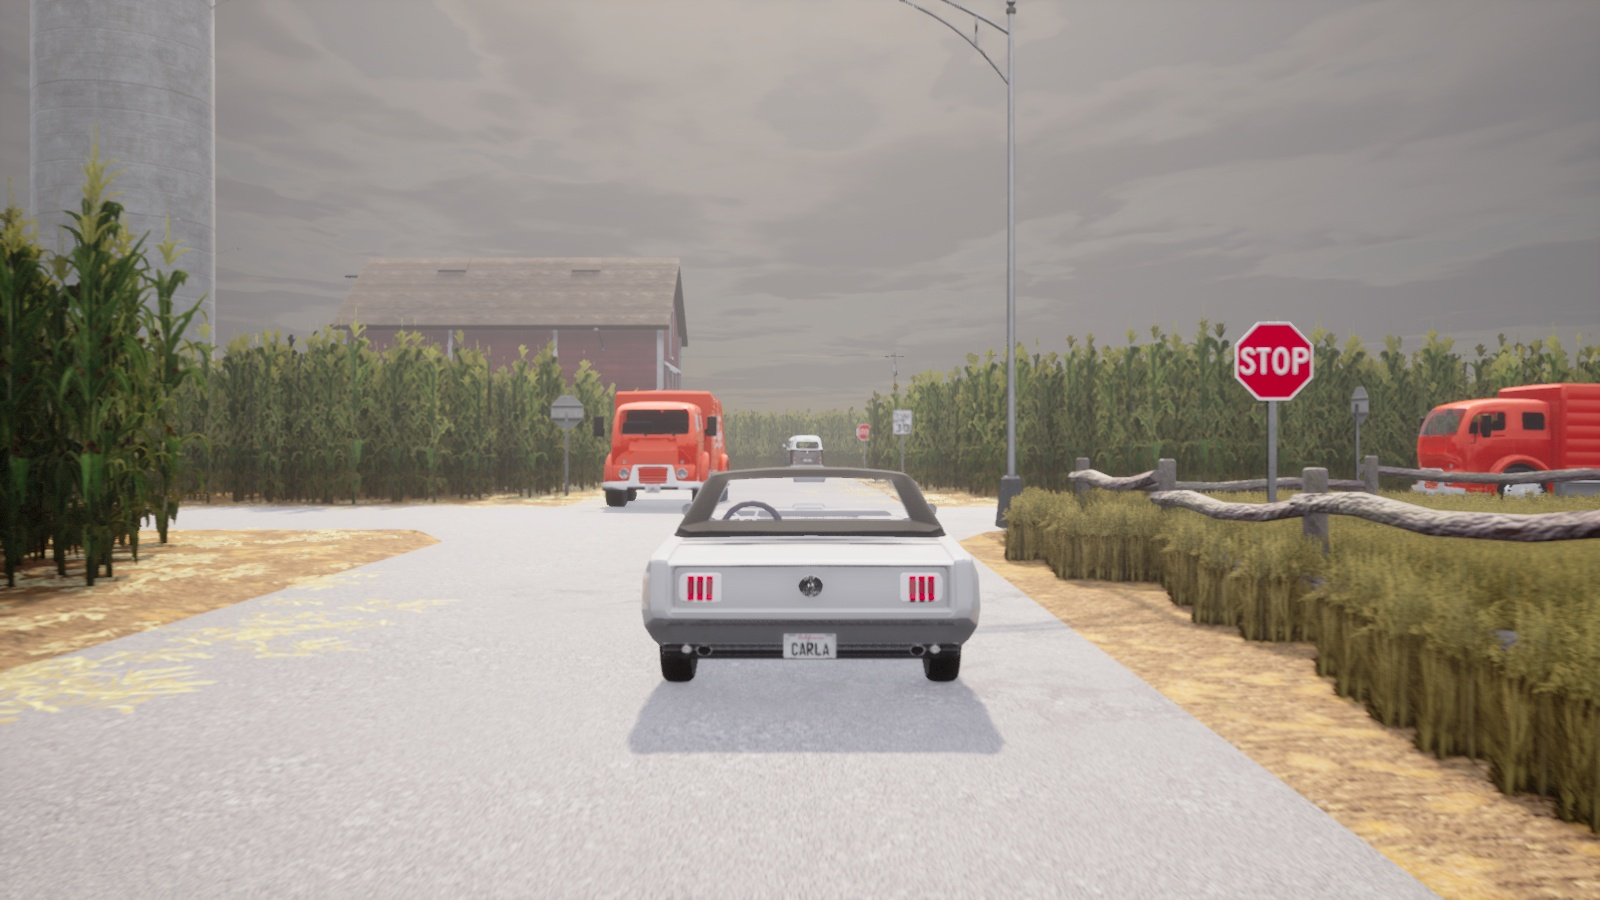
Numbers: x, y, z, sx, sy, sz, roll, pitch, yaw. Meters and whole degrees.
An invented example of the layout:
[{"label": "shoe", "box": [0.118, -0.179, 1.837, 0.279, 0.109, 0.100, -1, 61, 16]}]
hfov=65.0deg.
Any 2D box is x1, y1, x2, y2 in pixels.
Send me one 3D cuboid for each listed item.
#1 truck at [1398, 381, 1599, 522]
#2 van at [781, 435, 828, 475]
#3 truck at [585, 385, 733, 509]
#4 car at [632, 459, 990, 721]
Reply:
[{"label": "truck", "box": [14.404, 0.037, 23.450, 5.204, 2.467, 2.627, 1, 0, 0]}, {"label": "van", "box": [0.190, 0.221, 66.836, 2.069, 2.038, 4.480, 0, 0, -5]}, {"label": "truck", "box": [-2.929, -0.053, 27.510, 2.627, 2.467, 5.204, 0, 0, 0]}, {"label": "car", "box": [0.066, 0.757, 9.002, 1.895, 1.301, 4.718, 0, 1, 0]}]
